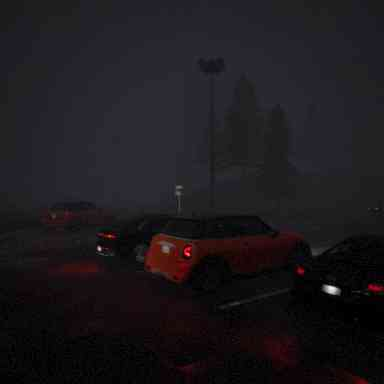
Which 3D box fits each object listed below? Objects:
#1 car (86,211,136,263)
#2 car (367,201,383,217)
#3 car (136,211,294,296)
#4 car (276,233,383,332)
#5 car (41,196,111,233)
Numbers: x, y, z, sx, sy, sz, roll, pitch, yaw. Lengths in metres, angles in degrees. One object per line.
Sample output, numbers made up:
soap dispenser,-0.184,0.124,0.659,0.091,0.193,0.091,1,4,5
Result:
car,-0.903,1.483,11.700,4.892,1.490,1.837,-1,0,-36
car,17.347,1.432,29.017,5.357,1.411,2.033,0,0,-35
car,1.127,1.330,8.851,4.553,1.767,2.097,0,0,-36
car,3.872,1.538,6.508,4.181,1.385,1.994,0,0,-35
car,-6.556,1.330,19.789,2.097,1.767,4.553,0,0,23
